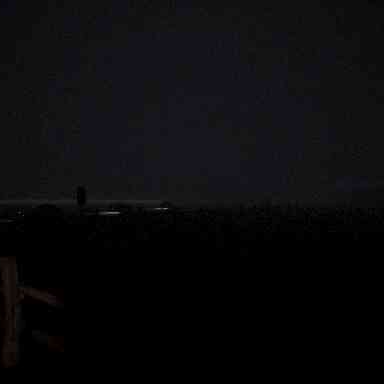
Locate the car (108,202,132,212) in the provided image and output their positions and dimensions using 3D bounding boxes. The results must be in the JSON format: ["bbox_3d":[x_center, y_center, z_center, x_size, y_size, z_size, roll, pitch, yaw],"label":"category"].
[{"bbox_3d":[-10.278,2.146,47.463,1.994,1.385,4.181,-1,-1,16],"label":"car"}]

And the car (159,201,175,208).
[{"bbox_3d":[-4.889,2.439,64.537,1.994,1.385,4.181,-1,-1,18],"label":"car"}]

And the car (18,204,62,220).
[{"bbox_3d":[-14.529,1.869,32.087,1.812,1.442,4.674,-1,-1,15],"label":"car"}]
